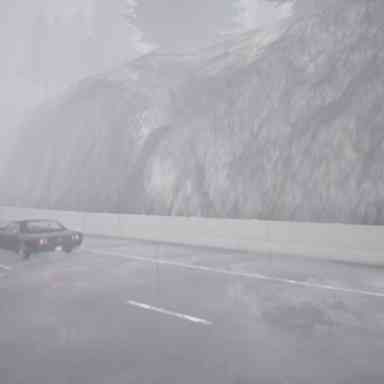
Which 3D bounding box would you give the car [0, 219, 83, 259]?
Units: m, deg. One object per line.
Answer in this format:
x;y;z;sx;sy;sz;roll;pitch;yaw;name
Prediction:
-6.417;1.727;13.174;4.718;1.301;1.895;-1;0;40;car
